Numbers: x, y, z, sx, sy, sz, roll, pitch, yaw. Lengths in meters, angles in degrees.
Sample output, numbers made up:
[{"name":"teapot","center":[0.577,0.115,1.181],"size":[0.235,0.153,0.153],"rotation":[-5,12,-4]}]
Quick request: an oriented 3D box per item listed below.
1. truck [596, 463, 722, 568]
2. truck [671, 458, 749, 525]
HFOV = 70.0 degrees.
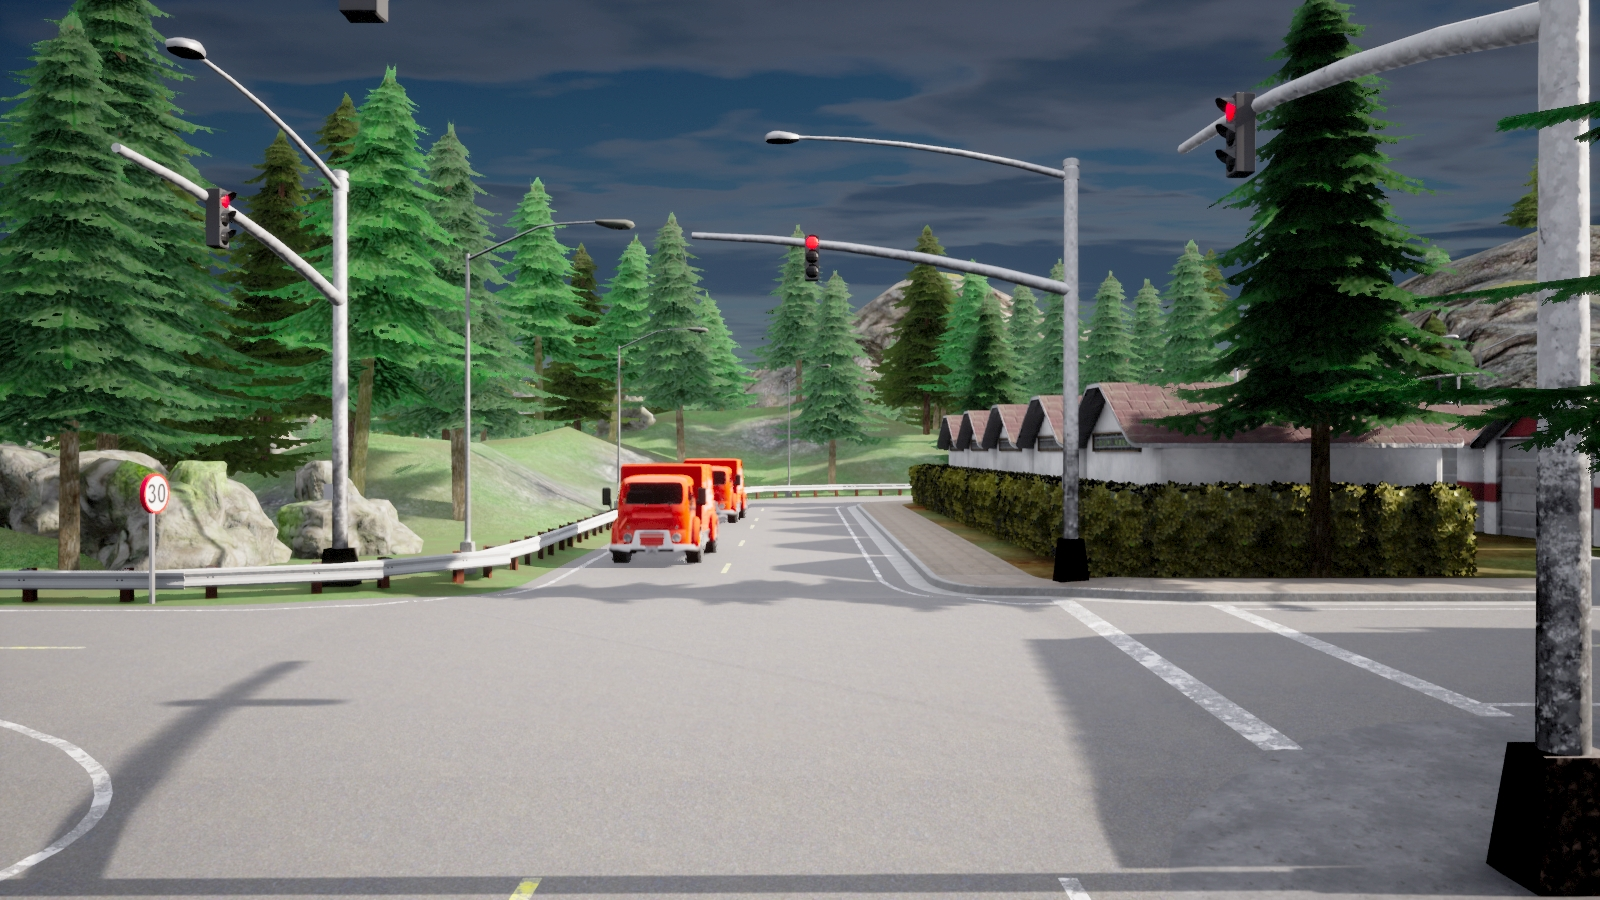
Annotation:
[{"name":"truck","center":[-3.498,1.570,29.552],"size":[2.627,2.467,5.204],"rotation":[0,-1,0]},{"name":"truck","center":[-3.471,1.561,45.116],"size":[2.627,2.467,5.204],"rotation":[0,0,0]}]
